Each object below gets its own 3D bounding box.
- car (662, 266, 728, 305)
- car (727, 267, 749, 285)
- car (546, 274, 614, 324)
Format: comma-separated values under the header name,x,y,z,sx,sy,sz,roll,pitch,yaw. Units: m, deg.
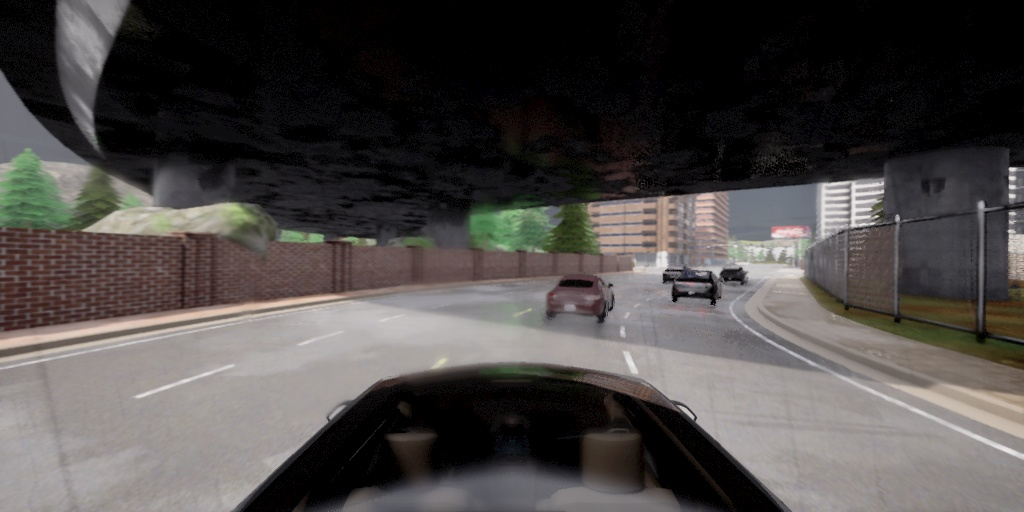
name,x,y,z,sx,sy,sz,roll,pitch,yaw
car,9.138,1.441,17.613,2.128,1.511,4.902,1,0,33
car,19.414,1.664,31.433,1.837,1.490,4.892,1,0,37
car,2.475,1.353,12.522,1.812,1.442,4.674,1,0,20
